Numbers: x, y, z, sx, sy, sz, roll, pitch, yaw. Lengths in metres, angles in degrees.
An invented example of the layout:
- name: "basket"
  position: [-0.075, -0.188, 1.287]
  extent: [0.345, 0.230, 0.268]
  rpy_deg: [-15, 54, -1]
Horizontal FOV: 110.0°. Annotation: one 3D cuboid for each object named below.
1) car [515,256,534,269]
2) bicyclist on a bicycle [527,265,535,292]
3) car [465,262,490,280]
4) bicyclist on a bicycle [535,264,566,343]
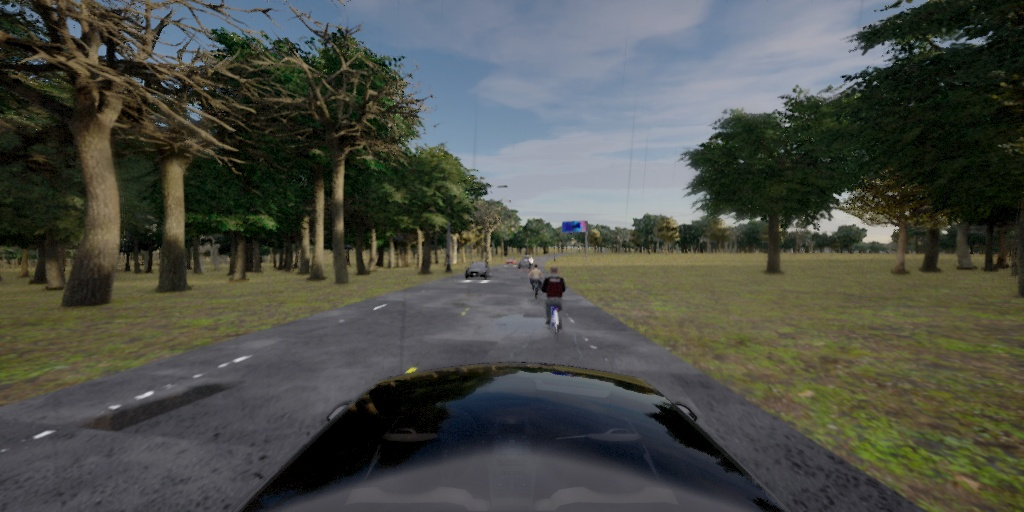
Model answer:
- name: "car"
  position: [2.042, 1.253, 57.286]
  extent: [2.128, 1.511, 4.902]
  rpy_deg: [0, 0, 4]
- name: "bicyclist on a bicycle"
  position: [1.127, 1.181, 16.896]
  extent: [0.866, 1.612, 1.509]
  rpy_deg: [0, -1, 1]
- name: "car"
  position: [-2.989, 1.258, 31.829]
  extent: [1.837, 1.490, 4.892]
  rpy_deg: [0, 0, 2]
- name: "bicyclist on a bicycle"
  position: [1.012, 1.115, 8.806]
  extent: [0.659, 1.776, 1.843]
  rpy_deg: [0, 0, 1]
